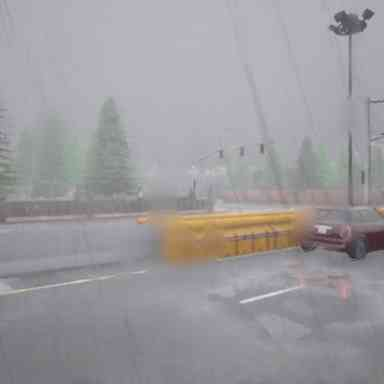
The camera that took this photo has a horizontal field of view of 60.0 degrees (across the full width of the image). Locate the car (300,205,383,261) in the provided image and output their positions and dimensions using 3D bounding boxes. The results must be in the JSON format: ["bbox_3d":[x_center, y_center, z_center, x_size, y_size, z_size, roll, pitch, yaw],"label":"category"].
[{"bbox_3d":[6.133,1.316,12.411,4.553,1.767,2.097,0,0,-35],"label":"car"}]

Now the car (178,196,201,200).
[{"bbox_3d":[-1.233,1.416,52.023,1.837,1.490,4.892,0,0,-35],"label":"car"}]

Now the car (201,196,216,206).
[{"bbox_3d":[1.930,1.427,53.613,1.812,1.442,4.674,0,0,-35],"label":"car"}]
